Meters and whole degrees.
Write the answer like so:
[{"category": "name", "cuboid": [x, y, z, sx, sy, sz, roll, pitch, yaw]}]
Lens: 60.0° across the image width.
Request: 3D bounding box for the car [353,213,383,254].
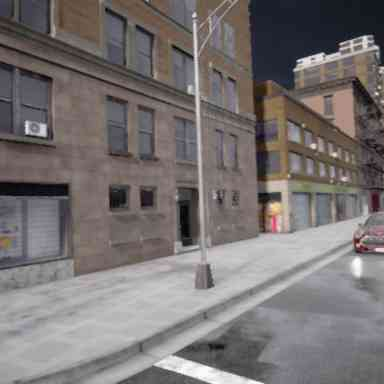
[{"category": "car", "cuboid": [8.767, 1.740, 14.996, 2.097, 1.767, 4.553, -4, -3, 37]}]
